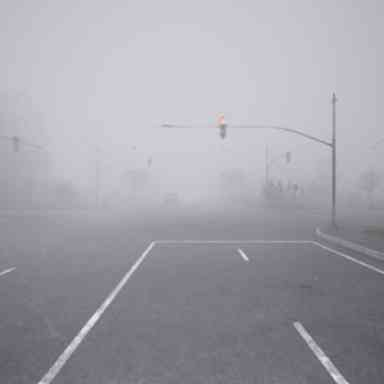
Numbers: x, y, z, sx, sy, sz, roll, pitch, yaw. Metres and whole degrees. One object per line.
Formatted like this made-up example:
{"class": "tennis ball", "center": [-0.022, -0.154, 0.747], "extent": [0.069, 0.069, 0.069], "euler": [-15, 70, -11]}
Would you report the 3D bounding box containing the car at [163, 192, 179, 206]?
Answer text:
{"class": "car", "center": [-3.198, 1.082, 51.702], "extent": [2.150, 2.045, 5.566], "euler": [0, 0, 1]}
